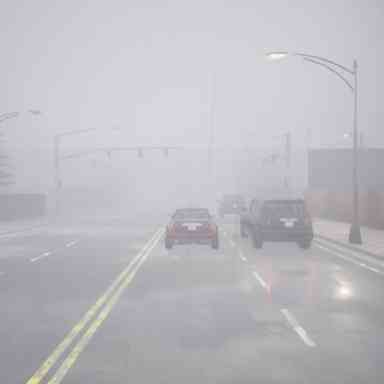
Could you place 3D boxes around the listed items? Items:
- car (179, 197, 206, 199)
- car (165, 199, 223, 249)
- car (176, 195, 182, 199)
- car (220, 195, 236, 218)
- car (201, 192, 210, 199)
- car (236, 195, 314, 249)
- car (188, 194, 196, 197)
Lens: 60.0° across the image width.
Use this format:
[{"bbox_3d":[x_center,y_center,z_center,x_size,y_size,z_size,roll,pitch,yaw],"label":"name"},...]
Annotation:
[{"bbox_3d":[0.000,1.483,29.650,1.882,1.535,5.008,0,0,0],"label":"car"},{"bbox_3d":[0.000,1.364,14.620,2.097,1.767,4.553,0,0,0],"label":"car"},{"bbox_3d":[-3.500,1.588,91.475,1.895,1.301,4.718,0,0,0],"label":"car"},{"bbox_3d":[3.500,1.256,29.680,2.150,2.045,5.566,0,0,0],"label":"car"},{"bbox_3d":[3.500,1.107,87.092,2.150,2.045,5.566,0,0,0],"label":"car"},{"bbox_3d":[3.500,1.256,14.680,2.150,2.045,5.566,0,0,0],"label":"car"},{"bbox_3d":[0.000,1.236,87.030,2.097,1.767,4.553,0,0,0],"label":"car"}]
